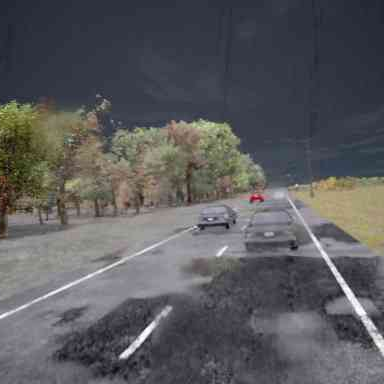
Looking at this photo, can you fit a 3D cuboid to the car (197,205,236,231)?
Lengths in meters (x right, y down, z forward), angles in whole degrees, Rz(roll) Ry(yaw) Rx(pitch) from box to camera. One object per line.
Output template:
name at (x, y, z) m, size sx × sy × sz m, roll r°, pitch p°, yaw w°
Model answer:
car at (1.707, 1.559, 21.277) m, size 2.033 × 1.411 × 5.357 m, roll -5°, pitch 0°, yaw 15°

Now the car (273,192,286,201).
car at (14.764, 0.722, 56.427) m, size 1.812 × 1.442 × 4.674 m, roll -5°, pitch 0°, yaw 15°

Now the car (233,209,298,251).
car at (3.169, 1.385, 13.276) m, size 2.033 × 1.411 × 5.357 m, roll -5°, pitch 0°, yaw 15°

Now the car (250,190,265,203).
car at (10.875, 0.721, 55.493) m, size 2.150 × 2.045 × 5.566 m, roll -5°, pitch -1°, yaw 15°
